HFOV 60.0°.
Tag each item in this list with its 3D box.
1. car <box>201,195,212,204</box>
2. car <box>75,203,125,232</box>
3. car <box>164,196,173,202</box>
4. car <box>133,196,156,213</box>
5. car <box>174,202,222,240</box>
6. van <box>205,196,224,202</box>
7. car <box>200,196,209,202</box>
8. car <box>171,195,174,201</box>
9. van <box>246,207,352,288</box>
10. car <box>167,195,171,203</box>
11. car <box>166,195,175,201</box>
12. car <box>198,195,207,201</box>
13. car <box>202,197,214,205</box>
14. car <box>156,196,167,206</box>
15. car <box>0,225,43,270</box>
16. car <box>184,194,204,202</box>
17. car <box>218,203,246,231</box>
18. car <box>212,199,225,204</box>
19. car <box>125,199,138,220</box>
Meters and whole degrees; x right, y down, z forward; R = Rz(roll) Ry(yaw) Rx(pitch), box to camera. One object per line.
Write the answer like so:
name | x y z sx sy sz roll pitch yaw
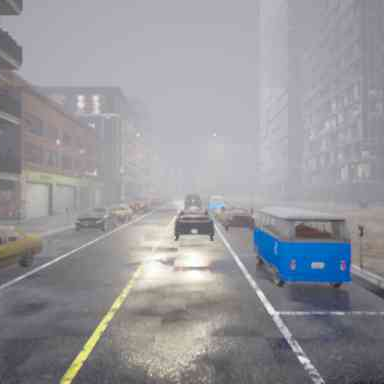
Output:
car | 2.733 1.465 64.695 1.967 1.590 4.097 1 0 0
car | -5.669 1.557 20.141 2.008 1.369 4.403 1 0 0
car | -5.641 1.601 81.409 1.947 1.339 4.313 1 0 0
car | -5.658 1.327 36.851 2.192 1.841 5.009 1 0 0
car | 0.109 1.496 16.843 2.128 1.511 4.902 0 0 0
van | 2.722 1.352 36.847 1.690 1.788 3.998 1 0 0
car | 2.737 1.575 75.834 1.887 1.381 4.507 1 0 0
car | -5.643 1.576 75.839 1.887 1.381 4.507 1 0 0
van | 2.709 1.343 8.998 1.690 1.788 3.998 1 0 0
car | -5.649 1.607 64.700 1.802 1.307 4.206 1 0 0
car | -5.637 1.478 86.979 1.967 1.590 4.097 1 0 0
car | 2.742 1.588 86.973 2.008 1.369 4.403 1 0 0
car | 2.729 1.566 59.125 1.887 1.381 4.507 1 0 0
car | -5.654 1.564 53.560 1.887 1.381 4.507 1 0 0
car | -5.674 1.528 8.833 1.752 1.417 4.829 1 0 0
car | 0.120 1.236 43.882 2.150 2.045 5.566 0 0 0
car | 2.711 1.587 20.136 1.802 1.307 4.206 1 0 0
car | 2.714 1.532 25.876 1.752 1.417 4.829 1 0 0
car | -5.666 1.533 25.542 1.752 1.417 4.829 1 0 0
